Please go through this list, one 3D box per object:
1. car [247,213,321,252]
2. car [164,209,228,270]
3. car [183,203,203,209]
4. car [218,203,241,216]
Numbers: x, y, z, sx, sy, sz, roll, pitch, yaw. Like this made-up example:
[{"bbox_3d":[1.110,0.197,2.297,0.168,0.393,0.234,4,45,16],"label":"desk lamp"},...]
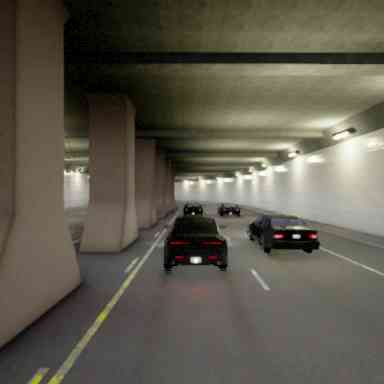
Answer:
[{"bbox_3d":[3.606,1.595,13.993,2.033,1.411,5.357,0,0,0],"label":"car"},{"bbox_3d":[0.105,1.542,11.148,1.837,1.490,4.892,0,0,0],"label":"car"},{"bbox_3d":[0.115,1.710,33.274,1.895,1.301,4.718,0,0,0],"label":"car"},{"bbox_3d":[3.616,1.711,33.270,1.895,1.301,4.718,0,0,0],"label":"car"}]
